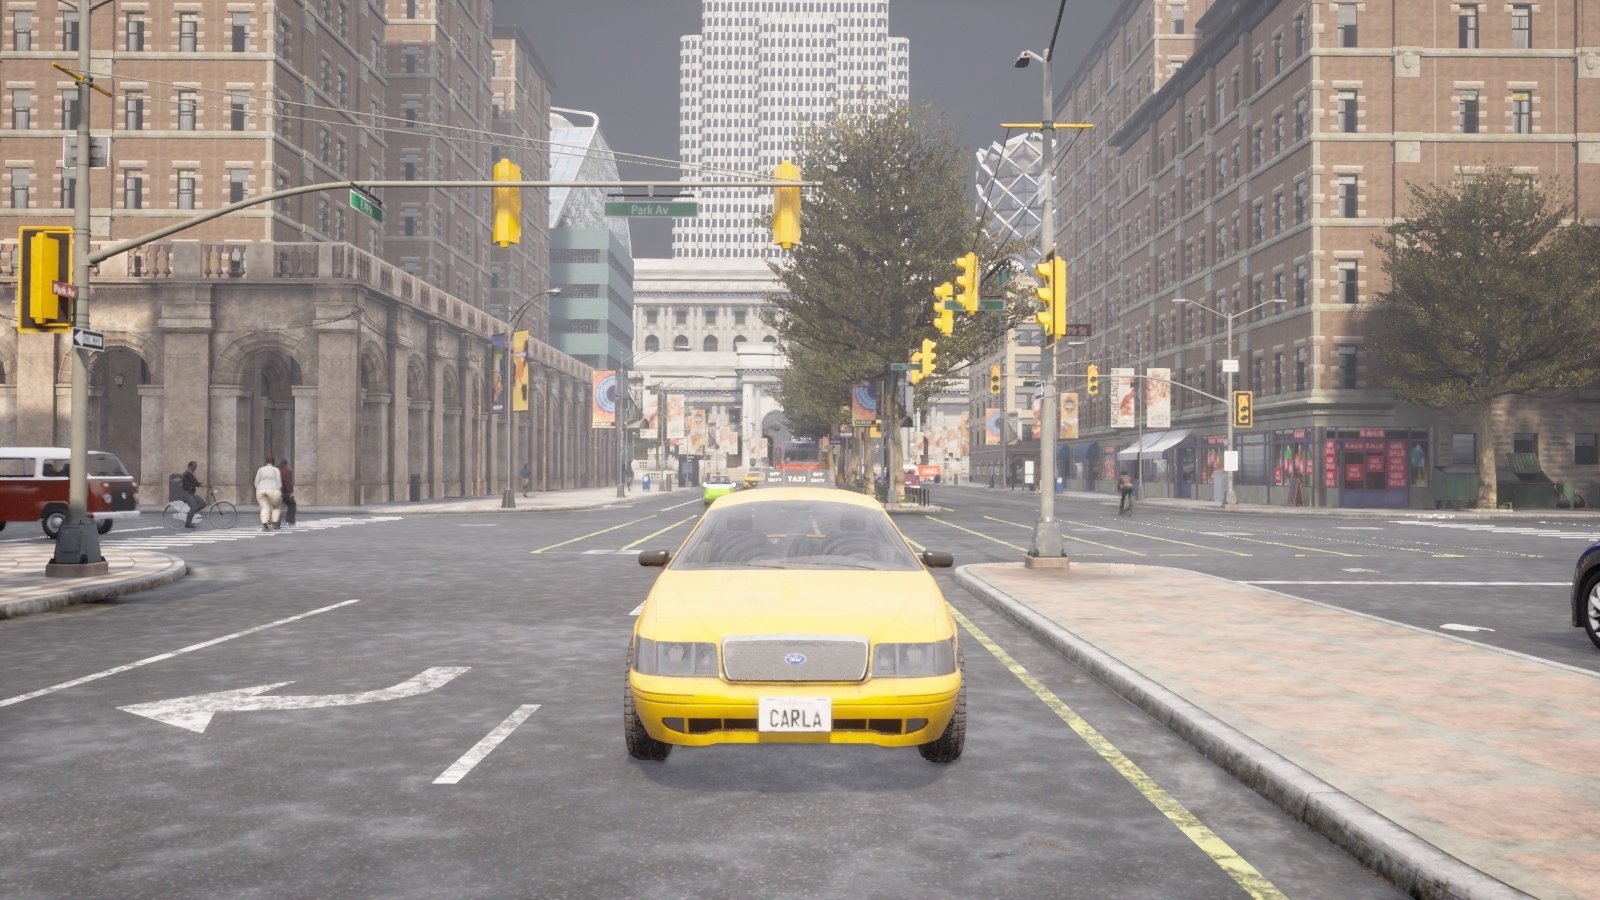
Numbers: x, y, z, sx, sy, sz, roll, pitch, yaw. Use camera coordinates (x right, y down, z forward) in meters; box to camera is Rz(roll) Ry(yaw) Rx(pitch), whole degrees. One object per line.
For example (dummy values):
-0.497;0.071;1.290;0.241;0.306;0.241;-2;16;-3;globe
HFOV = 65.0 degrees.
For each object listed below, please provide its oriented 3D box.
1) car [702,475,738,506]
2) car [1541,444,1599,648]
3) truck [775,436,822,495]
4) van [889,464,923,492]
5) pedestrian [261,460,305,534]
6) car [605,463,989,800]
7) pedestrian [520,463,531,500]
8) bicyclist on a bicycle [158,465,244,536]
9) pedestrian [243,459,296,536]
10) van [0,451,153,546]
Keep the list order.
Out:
-3.630;1.846;57.355;1.481;1.376;2.207;0;-1;0;car
7.978;0.799;9.444;2.097;1.767;4.553;0;-1;0;car
-0.179;1.099;86.492;2.891;3.827;8.468;0;-1;-3;truck
7.788;2.060;92.736;2.069;2.038;4.480;0;-1;0;van
-13.098;1.190;31.840;0.634;1.844;0.899;0;-1;10;pedestrian
-0.020;0.898;8.598;1.801;1.575;5.366;0;-1;0;car
-13.661;1.572;62.441;0.370;1.835;0.726;0;-1;0;pedestrian
-15.312;1.284;32.134;1.843;1.776;0.659;-1;-1;-5;bicyclist on a bicycle
-13.047;1.153;30.914;0.874;1.855;0.900;0;-1;4;pedestrian
-17.420;1.087;28.413;4.480;2.038;2.069;-1;-1;0;van
